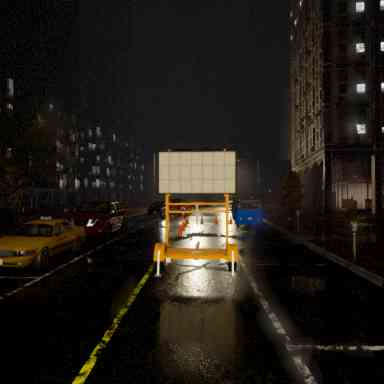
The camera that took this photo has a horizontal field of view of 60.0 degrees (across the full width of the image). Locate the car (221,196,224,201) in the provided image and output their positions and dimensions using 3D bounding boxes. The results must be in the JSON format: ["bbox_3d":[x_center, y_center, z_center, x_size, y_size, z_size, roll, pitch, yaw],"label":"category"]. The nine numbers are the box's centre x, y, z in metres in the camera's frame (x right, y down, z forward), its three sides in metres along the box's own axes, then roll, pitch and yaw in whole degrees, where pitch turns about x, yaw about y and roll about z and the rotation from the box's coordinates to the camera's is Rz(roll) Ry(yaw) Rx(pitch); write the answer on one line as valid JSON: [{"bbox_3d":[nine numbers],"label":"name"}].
[{"bbox_3d":[8.035,1.624,88.976,2.008,1.369,4.403,1,0,17],"label":"car"}]

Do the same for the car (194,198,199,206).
[{"bbox_3d":[0.119,1.620,56.654,1.802,1.307,4.206,1,0,11],"label":"car"}]

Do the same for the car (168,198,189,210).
[{"bbox_3d":[-1.785,1.597,45.469,1.947,1.339,4.313,1,0,9],"label":"car"}]

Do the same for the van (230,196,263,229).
[{"bbox_3d":[3.573,1.345,21.545,1.690,1.788,3.998,1,0,4],"label":"van"}]

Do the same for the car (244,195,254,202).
[{"bbox_3d":[13.462,1.462,78.836,1.967,1.590,4.097,1,0,16],"label":"car"}]

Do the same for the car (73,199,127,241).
[{"bbox_3d":[-4.762,1.327,17.049,2.192,1.841,5.009,1,0,3],"label":"car"}]

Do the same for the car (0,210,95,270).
[{"bbox_3d":[-5.052,1.533,11.220,1.752,1.417,4.829,1,0,2],"label":"car"}]

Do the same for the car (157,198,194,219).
[{"bbox_3d":[-1.337,1.368,28.810,2.097,1.767,4.553,0,0,6],"label":"car"}]

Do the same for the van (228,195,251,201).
[{"bbox_3d":[4.070,1.346,27.387,1.690,1.788,3.998,1,0,6],"label":"van"}]

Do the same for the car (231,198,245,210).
[{"bbox_3d":[6.273,1.532,45.122,1.752,1.417,4.829,1,0,9],"label":"car"}]

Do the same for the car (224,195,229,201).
[{"bbox_3d":[10.601,1.607,88.661,2.033,1.411,5.357,0,0,17],"label":"car"}]

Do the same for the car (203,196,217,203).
[{"bbox_3d":[3.690,1.621,73.107,1.947,1.339,4.313,1,0,14],"label":"car"}]

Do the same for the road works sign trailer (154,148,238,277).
[{"bbox_3d":[0.162,0.468,10.247,2.380,3.560,2.880,0,0,3],"label":"road works sign trailer"}]

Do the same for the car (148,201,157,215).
[{"bbox_3d":[-3.287,1.590,34.167,1.947,1.339,4.313,1,0,6],"label":"car"}]

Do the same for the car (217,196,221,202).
[{"bbox_3d":[5.007,1.587,78.270,1.752,1.417,4.829,1,0,15],"label":"car"}]

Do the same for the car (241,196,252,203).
[{"bbox_3d":[12.011,1.584,73.337,1.947,1.339,4.313,1,0,14],"label":"car"}]

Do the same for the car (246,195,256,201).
[{"bbox_3d":[14.997,1.570,84.266,1.887,1.381,4.507,1,0,17],"label":"car"}]
